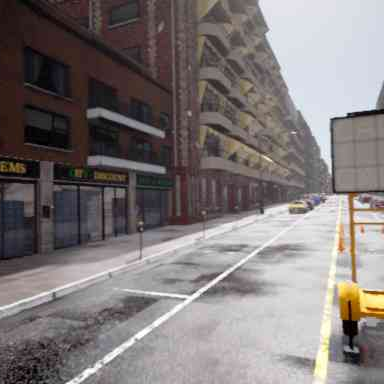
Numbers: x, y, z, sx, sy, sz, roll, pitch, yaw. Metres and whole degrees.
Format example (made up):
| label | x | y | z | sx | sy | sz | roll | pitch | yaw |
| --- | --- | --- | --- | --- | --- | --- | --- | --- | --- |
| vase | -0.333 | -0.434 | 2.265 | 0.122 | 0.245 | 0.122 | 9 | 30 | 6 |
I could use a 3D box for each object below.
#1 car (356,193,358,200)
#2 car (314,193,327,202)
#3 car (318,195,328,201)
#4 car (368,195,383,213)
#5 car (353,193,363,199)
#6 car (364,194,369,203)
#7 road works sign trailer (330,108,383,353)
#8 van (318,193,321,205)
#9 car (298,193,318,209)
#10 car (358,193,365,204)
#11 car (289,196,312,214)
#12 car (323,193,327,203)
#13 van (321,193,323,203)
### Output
| label | x | y | z | sx | sy | sz | roll | pitch | yaw |
| --- | --- | --- | --- | --- | --- | --- | --- | --- | --- |
| car | 29.934 | 1.127 | 57.387 | 1.887 | 1.381 | 4.507 | -1 | 0 | 24 |
| car | 27.328 | 1.147 | 70.765 | 2.192 | 1.841 | 5.009 | -1 | 0 | 24 |
| car | 31.880 | 1.375 | 80.848 | 1.947 | 1.339 | 4.313 | -1 | 0 | 24 |
| car | 18.561 | 1.226 | 32.180 | 1.887 | 1.381 | 4.507 | -1 | 0 | 24 |
| car | 41.276 | 0.965 | 82.611 | 1.967 | 1.590 | 4.097 | -1 | 0 | 24 |
| car | 20.836 | 1.209 | 37.223 | 2.008 | 1.369 | 4.403 | -1 | 0 | 24 |
| road works sign trailer | 3.638 | 0.389 | 5.500 | 2.380 | 3.560 | 2.880 | -2 | -1 | 24 |
| van | 18.230 | 1.234 | 50.600 | 1.690 | 1.788 | 3.998 | -1 | 0 | 24 |
| car | 13.682 | 1.251 | 40.520 | 2.192 | 1.841 | 5.009 | -1 | 0 | 24 |
| car | 27.660 | 1.143 | 52.346 | 1.887 | 1.381 | 4.507 | -1 | 0 | 24 |
| car | 11.339 | 1.485 | 35.323 | 1.752 | 1.417 | 4.829 | -1 | 0 | 24 |
| car | 25.053 | 1.161 | 65.725 | 2.192 | 1.841 | 5.009 | -1 | 0 | 24 |
| van | 20.504 | 1.217 | 55.643 | 1.690 | 1.788 | 3.998 | -1 | 0 | 24 |
